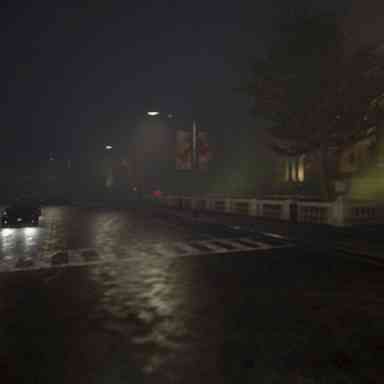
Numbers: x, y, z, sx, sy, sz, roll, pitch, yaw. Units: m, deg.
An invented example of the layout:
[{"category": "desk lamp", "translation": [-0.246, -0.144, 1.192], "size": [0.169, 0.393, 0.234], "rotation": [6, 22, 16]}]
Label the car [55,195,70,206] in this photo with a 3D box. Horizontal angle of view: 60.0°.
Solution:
[{"category": "car", "translation": [-21.457, 1.214, 53.050], "size": [4.553, 1.767, 2.097], "rotation": [0, 1, 39]}]

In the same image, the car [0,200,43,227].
[{"category": "car", "translation": [-11.451, 1.530, 22.495], "size": [1.994, 1.385, 4.181], "rotation": [-1, 0, -22]}]

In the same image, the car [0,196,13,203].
[{"category": "car", "translation": [-31.462, 1.474, 55.732], "size": [4.674, 1.442, 1.812], "rotation": [0, 0, 25]}]

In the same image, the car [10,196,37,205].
[{"category": "car", "translation": [-29.764, 1.434, 58.793], "size": [4.674, 1.442, 1.812], "rotation": [0, 0, 25]}]

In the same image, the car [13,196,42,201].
[{"category": "car", "translation": [-20.505, 1.409, 41.376], "size": [1.882, 1.535, 5.008], "rotation": [-1, 0, -36]}]

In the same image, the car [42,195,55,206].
[{"category": "car", "translation": [-23.050, 1.392, 49.815], "size": [4.902, 1.511, 2.128], "rotation": [0, 1, 43]}]

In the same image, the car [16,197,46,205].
[{"category": "car", "translation": [-15.518, 1.490, 32.134], "size": [2.033, 1.411, 5.357], "rotation": [-1, 0, -25]}]
